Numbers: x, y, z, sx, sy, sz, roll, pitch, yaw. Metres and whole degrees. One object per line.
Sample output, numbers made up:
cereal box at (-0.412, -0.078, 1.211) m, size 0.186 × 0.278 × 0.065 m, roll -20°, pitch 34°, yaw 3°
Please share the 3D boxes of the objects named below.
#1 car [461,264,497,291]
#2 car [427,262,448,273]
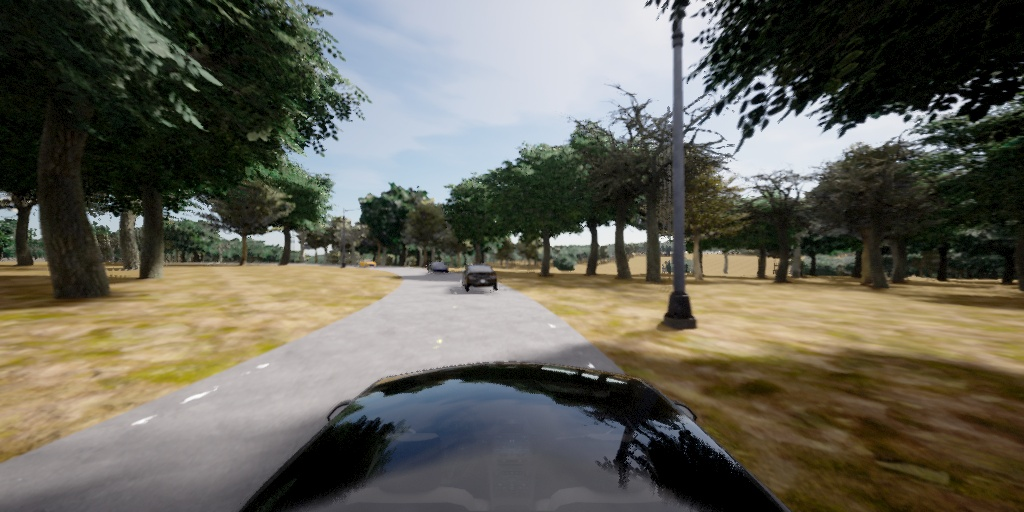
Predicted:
car at (-2.123, 1.268, 22.514) m, size 1.882 × 1.535 × 5.008 m, roll 0°, pitch 0°, yaw -11°
car at (-9.553, 1.420, 45.709) m, size 1.994 × 1.385 × 4.181 m, roll 0°, pitch 0°, yaw -24°
